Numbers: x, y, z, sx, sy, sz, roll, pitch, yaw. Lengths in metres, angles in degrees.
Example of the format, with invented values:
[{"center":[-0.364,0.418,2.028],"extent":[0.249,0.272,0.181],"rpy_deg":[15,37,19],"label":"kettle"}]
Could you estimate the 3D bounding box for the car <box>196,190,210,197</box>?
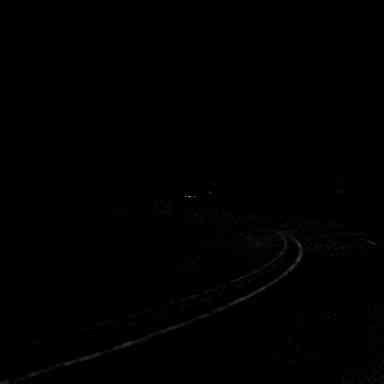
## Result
[{"center":[2.956,0.575,94.161],"extent":[2.128,1.511,4.902],"rpy_deg":[0,1,12],"label":"car"}]
